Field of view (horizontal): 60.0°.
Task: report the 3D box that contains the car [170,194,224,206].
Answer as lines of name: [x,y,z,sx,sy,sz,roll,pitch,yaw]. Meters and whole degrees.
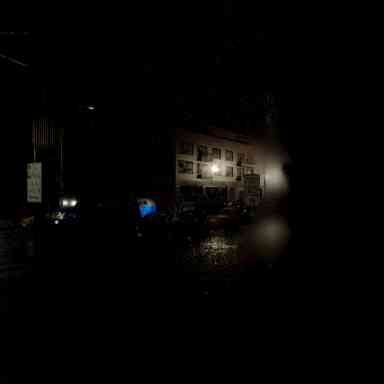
car: [0.682,1.217,27.890,2.150,2.045,5.566,0,0,36]

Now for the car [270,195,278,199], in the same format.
car: [12.167,1.289,48.094,2.192,1.841,5.009,0,0,36]

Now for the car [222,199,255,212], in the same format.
car: [5.507,1.549,38.917,1.947,1.339,4.313,0,0,36]

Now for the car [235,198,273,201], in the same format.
car: [6.751,1.590,36.238,1.895,1.301,4.718,0,0,36]

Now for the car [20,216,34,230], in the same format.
car: [-7.913,1.514,20.425,1.752,1.417,4.829,0,0,36]

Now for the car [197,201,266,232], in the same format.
car: [2.526,1.532,20.294,1.752,1.417,4.829,0,0,36]

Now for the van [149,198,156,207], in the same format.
van: [-4.483,1.332,25.151,1.690,1.788,3.998,0,0,36]

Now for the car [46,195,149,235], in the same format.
car: [-5.407,1.216,19.507,2.150,2.045,5.566,0,0,36]

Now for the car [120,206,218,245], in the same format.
car: [-0.903,1.556,15.570,2.008,1.369,4.403,0,0,36]

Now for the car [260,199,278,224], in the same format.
car: [5.855,1.531,24.883,1.752,1.417,4.829,0,0,36]

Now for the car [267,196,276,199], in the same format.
car: [8.836,1.544,43.506,1.947,1.339,4.313,0,0,36]

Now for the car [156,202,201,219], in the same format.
car: [-1.153,1.572,29.741,1.802,1.307,4.206,0,0,36]
